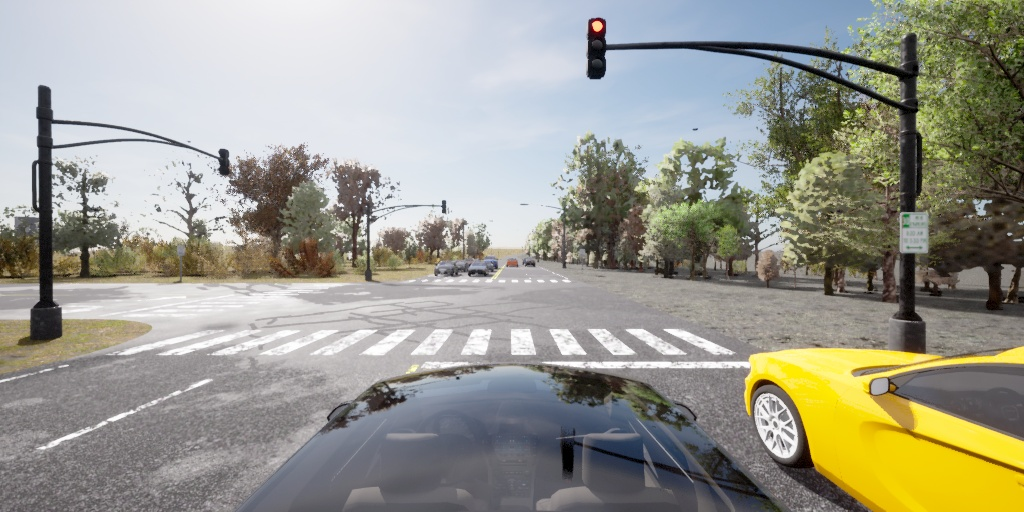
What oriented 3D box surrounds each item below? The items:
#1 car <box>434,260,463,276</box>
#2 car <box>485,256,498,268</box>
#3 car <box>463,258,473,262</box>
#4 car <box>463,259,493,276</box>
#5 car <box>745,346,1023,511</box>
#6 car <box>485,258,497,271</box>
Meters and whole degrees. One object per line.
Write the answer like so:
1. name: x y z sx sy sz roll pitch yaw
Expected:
1. car: -6.600 1.241 36.443 2.128 1.511 4.902 0 0 0
2. car: -3.344 0.973 56.271 2.150 2.045 5.566 0 0 0
3. car: -6.599 1.241 45.730 2.128 1.511 4.902 0 0 0
4. car: -3.352 1.297 36.666 2.033 1.411 5.357 0 0 0
5. car: 3.363 1.195 1.727 1.882 1.535 5.008 0 1 0
6. car: -3.349 1.314 45.901 1.994 1.385 4.181 0 0 0
